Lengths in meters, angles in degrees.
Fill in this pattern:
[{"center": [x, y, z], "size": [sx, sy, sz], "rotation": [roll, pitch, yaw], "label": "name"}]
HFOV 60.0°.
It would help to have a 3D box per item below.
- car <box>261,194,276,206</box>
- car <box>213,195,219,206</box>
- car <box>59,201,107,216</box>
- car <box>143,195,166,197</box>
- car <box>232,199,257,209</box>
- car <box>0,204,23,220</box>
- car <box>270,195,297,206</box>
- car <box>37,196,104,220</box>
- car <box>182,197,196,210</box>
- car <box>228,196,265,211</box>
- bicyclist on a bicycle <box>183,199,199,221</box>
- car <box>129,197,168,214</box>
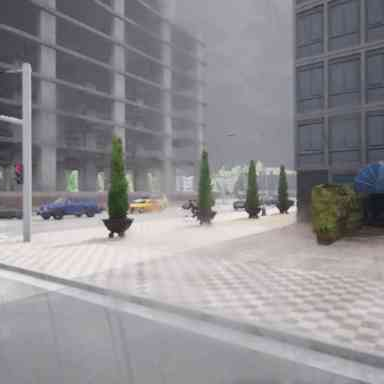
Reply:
[{"center": [13.246, 1.489, 57.679], "size": [2.097, 1.767, 4.553], "rotation": [0, 0, 36], "label": "car"}, {"center": [1.598, 1.406, 53.612], "size": [2.150, 2.045, 5.566], "rotation": [0, -1, 37], "label": "car"}, {"center": [-11.537, 1.709, 35.565], "size": [1.812, 1.442, 4.674], "rotation": [0, 0, 36], "label": "car"}, {"center": [-5.484, 1.404, 43.916], "size": [2.150, 2.045, 5.566], "rotation": [0, 0, 36], "label": "car"}, {"center": [8.021, 1.739, 50.369], "size": [1.895, 1.301, 4.718], "rotation": [0, 0, 36], "label": "car"}, {"center": [-16.607, 1.748, 28.571], "size": [1.994, 1.385, 4.181], "rotation": [0, 0, 36], "label": "car"}, {"center": [14.977, 1.607, 53.930], "size": [2.128, 1.511, 4.902], "rotation": [0, 0, 36], "label": "car"}, {"center": [-11.092, 1.384, 30.220], "size": [2.150, 2.045, 5.566], "rotation": [0, 0, 36], "label": "car"}, {"center": [0.478, 1.686, 46.155], "size": [1.812, 1.442, 4.674], "rotation": [0, 0, 36], "label": "car"}, {"center": [7.077, 1.607, 43.024], "size": [2.128, 1.511, 4.902], "rotation": [0, 0, 36], "label": "car"}, {"center": [-0.011, 1.389, 25.089], "size": [1.656, 1.620, 0.582], "rotation": [-1, 0, 36], "label": "bicyclist on a bicycle"}, {"center": [-5.224, 1.639, 38.313], "size": [1.882, 1.535, 5.008], "rotation": [0, 0, 36], "label": "car"}]
